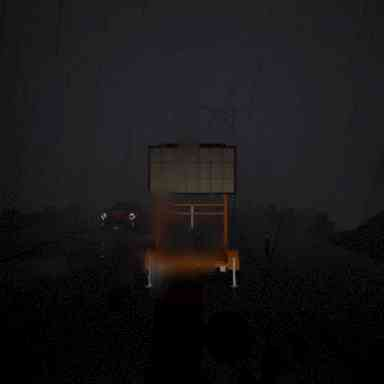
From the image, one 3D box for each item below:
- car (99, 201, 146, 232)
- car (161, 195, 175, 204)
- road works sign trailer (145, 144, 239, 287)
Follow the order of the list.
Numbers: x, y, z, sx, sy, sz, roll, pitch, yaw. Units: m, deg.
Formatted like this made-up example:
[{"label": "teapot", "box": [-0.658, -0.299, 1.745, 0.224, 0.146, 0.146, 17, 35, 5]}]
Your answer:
[{"label": "car", "box": [-4.083, 1.351, 20.202, 2.097, 1.767, 4.553, 0, 0, 0]}, {"label": "car", "box": [-4.033, 1.353, 54.964, 2.097, 1.767, 4.553, 0, 0, 0]}, {"label": "road works sign trailer", "box": [0.009, 0.464, 9.270, 2.380, 3.560, 2.880, 0, 0, 0]}]
